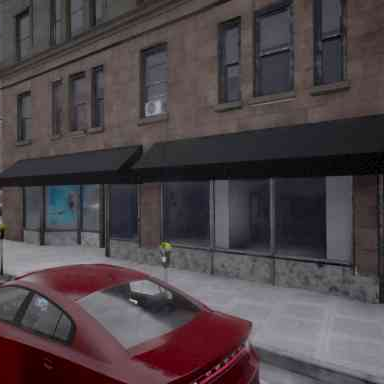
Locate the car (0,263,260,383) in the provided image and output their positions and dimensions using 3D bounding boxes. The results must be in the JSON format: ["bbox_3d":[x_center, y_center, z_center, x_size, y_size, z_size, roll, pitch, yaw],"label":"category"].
[{"bbox_3d":[-1.461,1.545,3.908,4.507,1.381,1.887,0,0,36],"label":"car"}]

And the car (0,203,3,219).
[{"bbox_3d":[-16.226,1.670,29.949,1.895,1.301,4.718,-1,-1,35],"label":"car"}]
